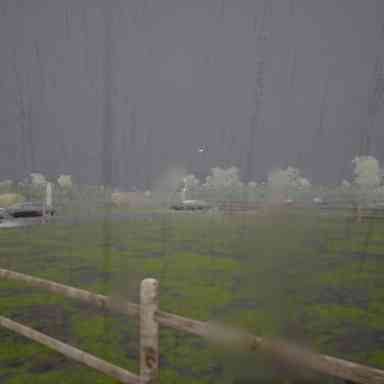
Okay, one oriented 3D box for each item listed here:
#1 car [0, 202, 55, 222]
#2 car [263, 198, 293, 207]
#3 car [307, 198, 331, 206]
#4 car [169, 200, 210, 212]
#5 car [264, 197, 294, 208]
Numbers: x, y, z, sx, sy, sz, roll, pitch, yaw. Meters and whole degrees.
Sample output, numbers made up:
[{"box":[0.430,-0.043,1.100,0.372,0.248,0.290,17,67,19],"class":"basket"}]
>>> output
[{"box":[-13.903,1.573,27.538,2.128,1.511,4.902,0,0,44],"class":"car"},{"box":[12.159,1.703,46.703,4.718,1.301,1.895,0,0,-37],"class":"car"},{"box":[20.064,1.630,52.741,4.674,1.442,1.812,0,0,-36],"class":"car"},{"box":[-0.196,1.638,40.318,5.357,1.411,2.033,0,0,-41],"class":"car"},{"box":[13.475,1.608,51.308,5.008,1.535,1.882,0,0,-37],"class":"car"}]
